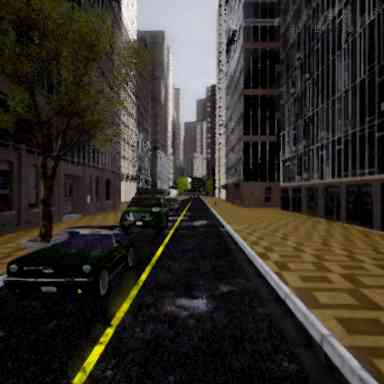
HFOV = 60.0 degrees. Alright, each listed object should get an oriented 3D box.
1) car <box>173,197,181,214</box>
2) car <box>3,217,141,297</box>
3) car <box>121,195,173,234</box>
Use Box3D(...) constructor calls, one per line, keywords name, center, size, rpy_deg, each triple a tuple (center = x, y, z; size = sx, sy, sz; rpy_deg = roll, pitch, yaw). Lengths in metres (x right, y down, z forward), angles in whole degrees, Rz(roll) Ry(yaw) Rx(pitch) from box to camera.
Box3D(name="car", center=(-2.265, 1.341, 35.344), size=(2.097, 1.767, 4.553), rpy_deg=(0, 0, 1))
Box3D(name="car", center=(-2.746, 1.581, 8.646), size=(1.895, 1.301, 4.718), rpy_deg=(0, 0, 1))
Box3D(name="car", center=(-2.580, 1.199, 19.308), size=(2.150, 2.045, 5.566), rpy_deg=(0, 0, 1))
